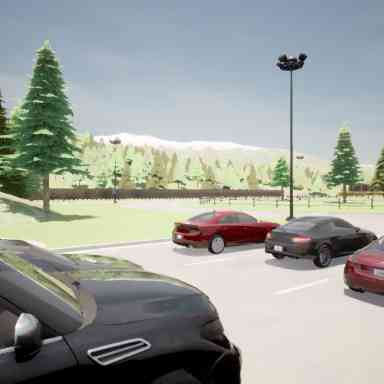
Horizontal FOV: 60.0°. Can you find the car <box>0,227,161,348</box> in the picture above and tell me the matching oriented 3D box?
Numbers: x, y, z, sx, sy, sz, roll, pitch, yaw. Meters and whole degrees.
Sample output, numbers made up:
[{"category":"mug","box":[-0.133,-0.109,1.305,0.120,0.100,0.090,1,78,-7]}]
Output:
[{"category":"car","box":[-3.371,1.547,5.641,5.357,1.411,2.033,0,0,-36]}]

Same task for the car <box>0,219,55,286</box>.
[{"category":"car","box":[-6.009,1.526,8.056,4.674,1.442,1.812,0,0,-35]}]

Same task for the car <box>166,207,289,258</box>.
[{"category":"car","box":[1.566,1.478,13.517,5.008,1.535,1.882,0,0,-35]}]

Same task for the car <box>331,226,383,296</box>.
[{"category":"car","box":[5.386,1.564,7.651,4.181,1.385,1.994,0,0,-34]}]

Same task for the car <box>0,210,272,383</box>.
[{"category":"car","box":[-2.191,1.222,2.175,5.566,2.045,2.150,0,0,-36]}]

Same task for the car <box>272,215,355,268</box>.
[{"category":"car","box":[4.458,1.526,11.272,4.674,1.442,1.812,0,0,-35]}]
